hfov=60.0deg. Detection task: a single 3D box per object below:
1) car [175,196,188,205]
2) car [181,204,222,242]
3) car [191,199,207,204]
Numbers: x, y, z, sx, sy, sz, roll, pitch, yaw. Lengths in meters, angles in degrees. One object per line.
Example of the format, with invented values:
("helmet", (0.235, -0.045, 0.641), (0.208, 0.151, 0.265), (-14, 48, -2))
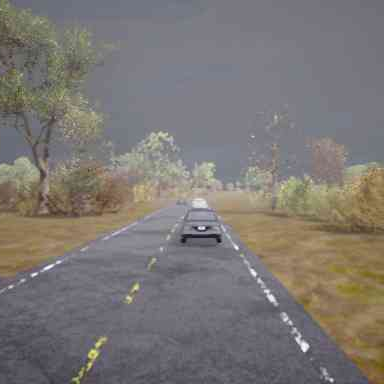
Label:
("car", (-1.887, 1.498, 59.542), (1.837, 1.490, 4.892), (0, 0, -2))
("car", (0.441, 1.546, 16.287), (2.033, 1.411, 5.357), (0, 0, 1))
("car", (0.860, 1.521, 40.201), (1.812, 1.442, 4.674), (0, 0, 1))
